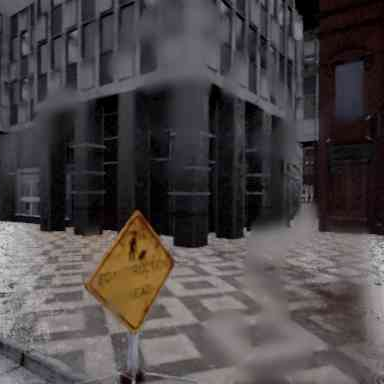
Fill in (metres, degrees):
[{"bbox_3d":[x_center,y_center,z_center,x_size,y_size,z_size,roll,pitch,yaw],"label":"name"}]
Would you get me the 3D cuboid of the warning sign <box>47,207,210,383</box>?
[{"bbox_3d":[-0.618,1.123,3.524,1.060,1.860,1.300,0,0,36],"label":"warning sign"}]
